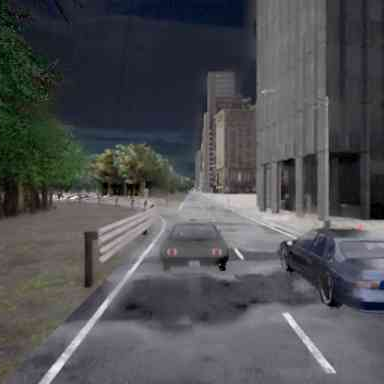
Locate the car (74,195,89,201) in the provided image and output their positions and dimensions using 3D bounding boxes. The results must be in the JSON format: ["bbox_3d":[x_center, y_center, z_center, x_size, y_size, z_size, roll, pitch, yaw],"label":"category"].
[{"bbox_3d":[-26.921,1.394,80.858,4.892,1.490,1.837,1,1,44],"label":"car"}]

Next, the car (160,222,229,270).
[{"bbox_3d":[0.079,1.654,11.168,1.895,1.301,4.718,0,0,0],"label":"car"}]

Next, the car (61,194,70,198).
[{"bbox_3d":[-34.059,1.231,88.249,1.895,1.301,4.718,0,1,-39],"label":"car"}]

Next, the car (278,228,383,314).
[{"bbox_3d":[3.564,1.586,7.968,2.033,1.411,5.357,0,0,0],"label":"car"}]
